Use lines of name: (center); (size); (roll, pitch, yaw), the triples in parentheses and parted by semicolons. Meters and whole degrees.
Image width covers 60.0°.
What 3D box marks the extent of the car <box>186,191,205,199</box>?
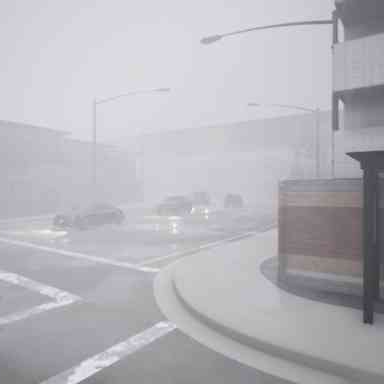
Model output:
car: (0.591, 0.637, 62.840); (1.837, 1.490, 4.892); (1, -1, -24)

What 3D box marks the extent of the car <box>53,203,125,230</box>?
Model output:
car: (-5.878, 1.324, 19.377); (1.994, 1.385, 4.181); (0, 1, 32)

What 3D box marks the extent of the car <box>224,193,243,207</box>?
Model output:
car: (4.582, 0.801, 36.705); (2.128, 1.511, 4.902); (0, 1, 9)

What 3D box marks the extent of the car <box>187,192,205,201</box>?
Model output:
car: (0.531, 0.711, 52.315); (1.895, 1.301, 4.718); (0, 0, -11)

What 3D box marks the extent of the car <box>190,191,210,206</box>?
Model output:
car: (0.964, 0.648, 37.838); (2.097, 1.767, 4.553); (0, 1, 6)

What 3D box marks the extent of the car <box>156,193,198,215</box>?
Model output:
car: (-1.350, 1.062, 28.169); (1.812, 1.442, 4.674); (0, 1, 20)
